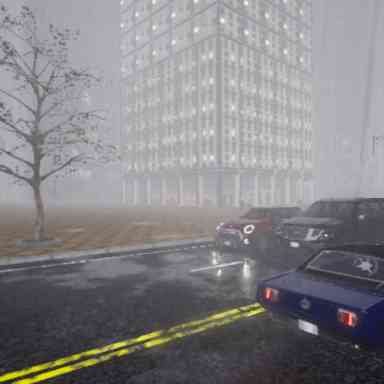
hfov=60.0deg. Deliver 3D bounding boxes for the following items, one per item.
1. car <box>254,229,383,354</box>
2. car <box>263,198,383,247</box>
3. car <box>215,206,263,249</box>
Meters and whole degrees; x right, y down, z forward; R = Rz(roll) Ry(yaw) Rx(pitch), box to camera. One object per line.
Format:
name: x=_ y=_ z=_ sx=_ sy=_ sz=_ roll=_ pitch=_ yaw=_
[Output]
car: x=3.423 y=1.602 z=5.973 sx=4.718 sy=1.301 sz=1.895 roll=0 pitch=0 yaw=-36
car: x=5.275 y=1.228 z=11.656 sx=5.566 sy=2.045 sz=2.150 roll=0 pitch=0 yaw=-37
car: x=3.137 y=1.372 z=14.122 sx=4.553 sy=1.767 sz=2.097 roll=0 pitch=0 yaw=-37
